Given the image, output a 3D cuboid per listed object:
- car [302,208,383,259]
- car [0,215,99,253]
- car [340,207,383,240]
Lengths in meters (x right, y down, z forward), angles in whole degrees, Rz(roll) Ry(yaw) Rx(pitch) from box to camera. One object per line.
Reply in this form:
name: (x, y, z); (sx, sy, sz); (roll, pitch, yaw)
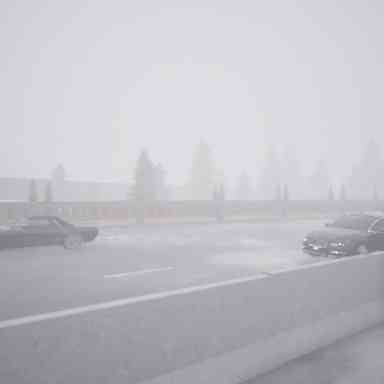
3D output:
car: (5.990, 1.485, 11.453); (4.892, 1.490, 1.837); (0, 0, -28)
car: (-6.055, 1.540, 12.375); (4.718, 1.301, 1.895); (0, 0, -34)
car: (10.040, 1.545, 17.352); (4.181, 1.385, 1.994); (0, 0, -25)
